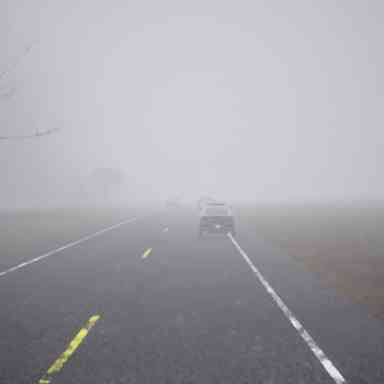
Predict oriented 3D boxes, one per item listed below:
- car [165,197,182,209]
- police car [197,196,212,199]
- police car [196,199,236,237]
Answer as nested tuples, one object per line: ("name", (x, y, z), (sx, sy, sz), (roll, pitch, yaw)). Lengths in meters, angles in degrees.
("car", (-2.370, 1.416, 44.011), (1.882, 1.535, 5.008), (0, 0, 3))
("police car", (1.551, 1.389, 28.118), (1.930, 1.638, 5.238), (0, 0, 2))
("police car", (1.264, 1.403, 18.156), (1.930, 1.638, 5.238), (0, 0, 1))
